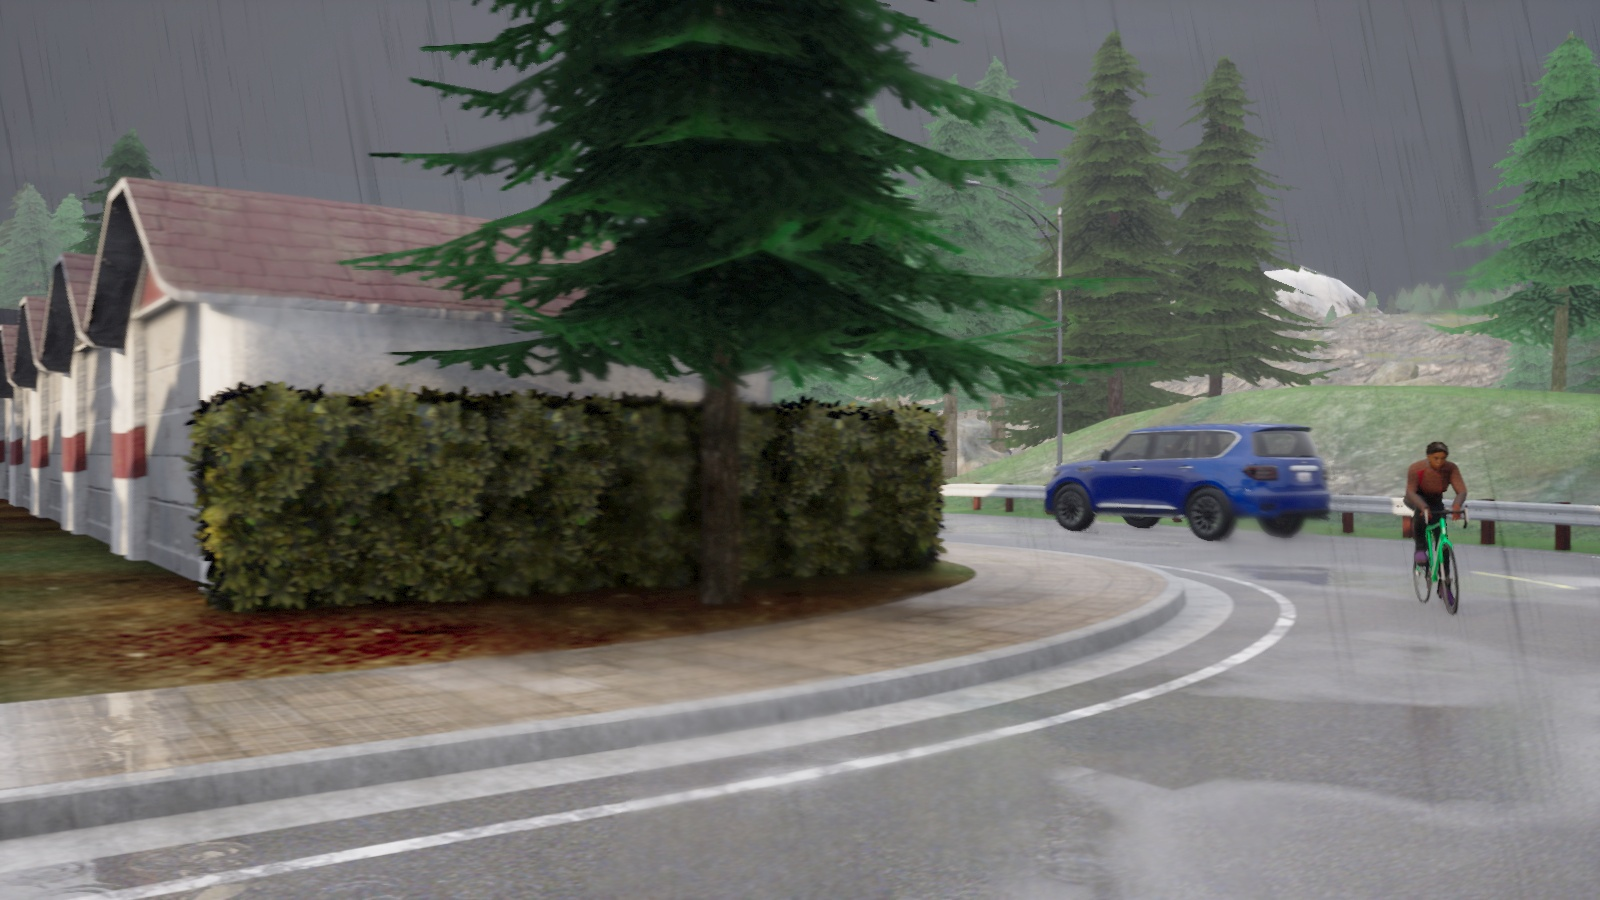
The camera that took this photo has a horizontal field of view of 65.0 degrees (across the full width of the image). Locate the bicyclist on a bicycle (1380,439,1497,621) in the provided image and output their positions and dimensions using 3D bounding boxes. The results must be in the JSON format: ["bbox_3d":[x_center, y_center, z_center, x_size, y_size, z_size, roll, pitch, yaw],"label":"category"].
[{"bbox_3d":[6.070,0.715,12.013,0.582,1.620,1.656,-1,0,13],"label":"bicyclist on a bicycle"}]

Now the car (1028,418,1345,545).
[{"bbox_3d":[6.944,0.521,23.295,2.150,2.045,5.566,0,0,-32],"label":"car"}]
